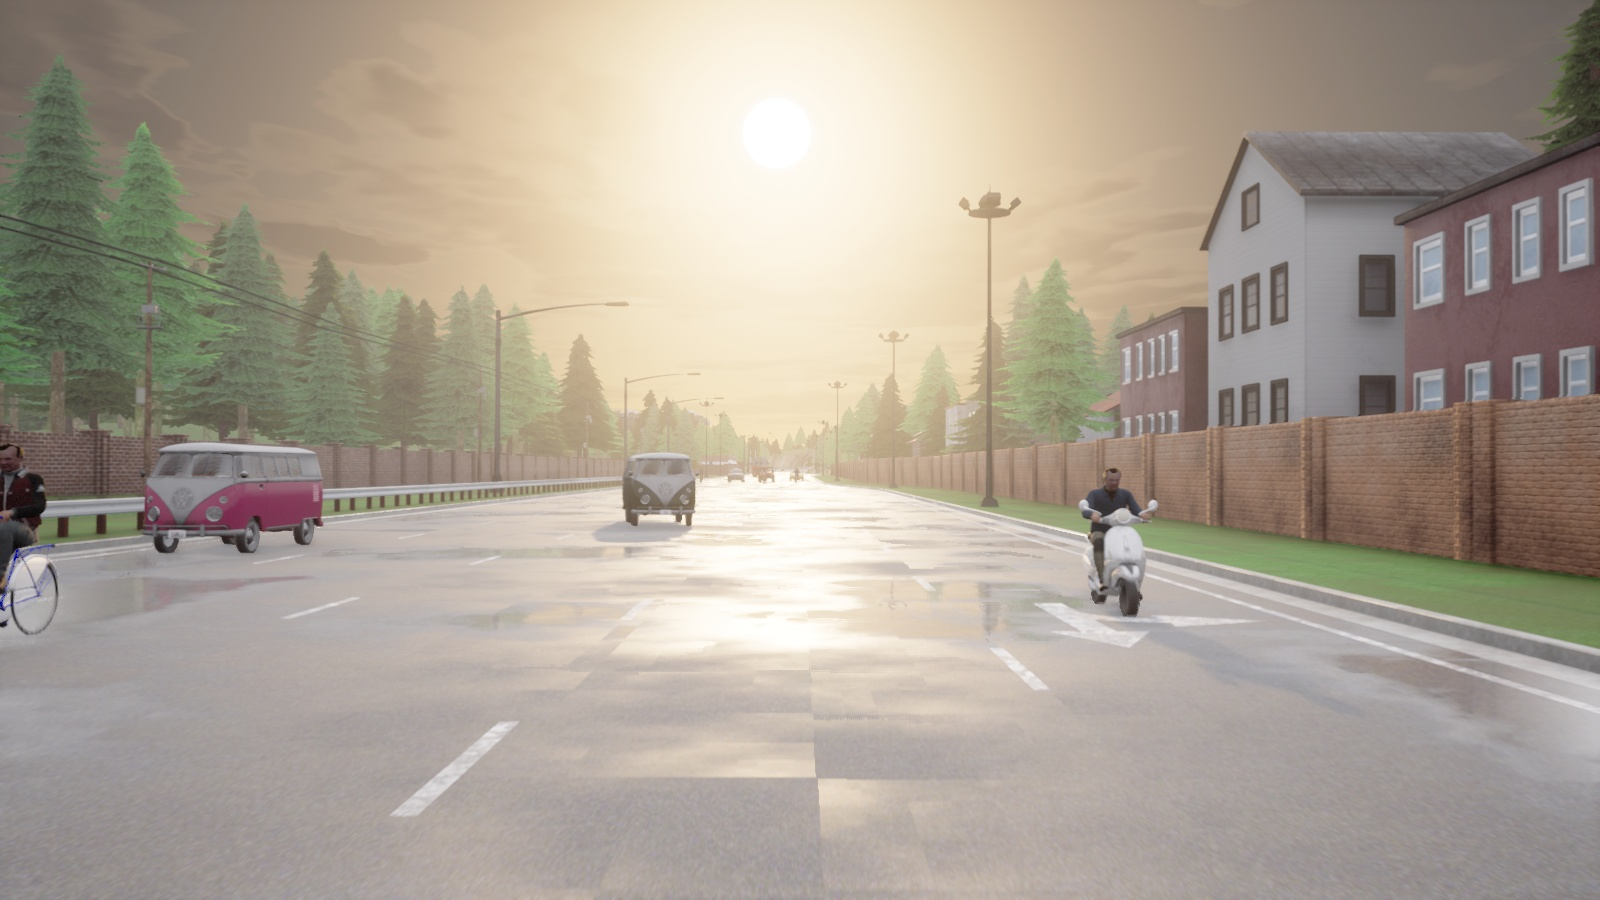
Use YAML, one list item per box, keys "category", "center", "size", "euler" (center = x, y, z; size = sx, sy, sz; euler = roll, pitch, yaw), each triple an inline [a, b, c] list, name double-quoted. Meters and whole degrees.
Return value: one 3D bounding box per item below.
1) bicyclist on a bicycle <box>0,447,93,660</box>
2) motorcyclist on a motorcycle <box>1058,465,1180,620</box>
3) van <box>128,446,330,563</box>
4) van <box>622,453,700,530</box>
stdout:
- category: "bicyclist on a bicycle"
  center: [-7.027, 0.876, 10.964]
  size: [0.659, 1.776, 1.843]
  euler: [0, -1, 0]
- category: "motorcyclist on a motorcycle"
  center: [3.466, 0.961, 13.823]
  size: [0.866, 1.590, 1.817]
  euler: [0, -1, 0]
- category: "van"
  center: [-10.558, 0.964, 23.614]
  size: [1.775, 1.987, 4.442]
  euler: [0, -1, 0]
- category: "van"
  center: [-3.924, 1.108, 34.939]
  size: [1.775, 1.987, 4.442]
  euler: [0, -1, -11]
